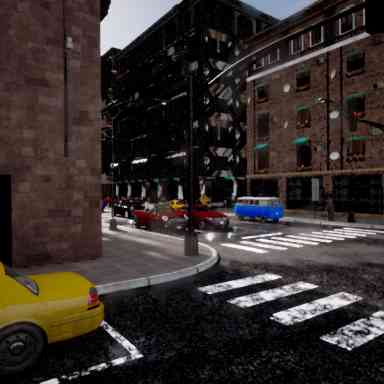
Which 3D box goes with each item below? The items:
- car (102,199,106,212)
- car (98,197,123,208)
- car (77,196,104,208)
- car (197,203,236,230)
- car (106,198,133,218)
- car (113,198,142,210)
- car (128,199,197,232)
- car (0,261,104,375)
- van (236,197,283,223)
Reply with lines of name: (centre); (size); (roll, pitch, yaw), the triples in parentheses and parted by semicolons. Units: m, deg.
car: (-11.903, 1.182, 38.205); (2.150, 2.045, 5.566); (-1, 0, -36)
car: (-11.748, 1.462, 47.822); (1.887, 1.381, 4.507); (-1, 0, -36)
car: (-14.390, 1.429, 46.955); (2.128, 1.511, 4.902); (-1, 0, -35)
car: (0.416, 1.508, 21.261); (1.812, 1.442, 4.674); (-1, 0, -34)
car: (-5.630, 1.473, 29.566); (1.837, 1.490, 4.892); (-1, 0, -36)
car: (-8.417, 1.463, 43.244); (1.887, 1.381, 4.507); (-1, 0, -36)
car: (-1.883, 1.440, 20.016); (1.967, 1.590, 4.097); (0, 0, -36)
car: (-3.574, 1.525, 4.015); (4.829, 1.417, 1.752); (0, 0, -36)
van: (4.904, 1.280, 24.931); (1.690, 1.788, 3.998); (0, 0, -36)
